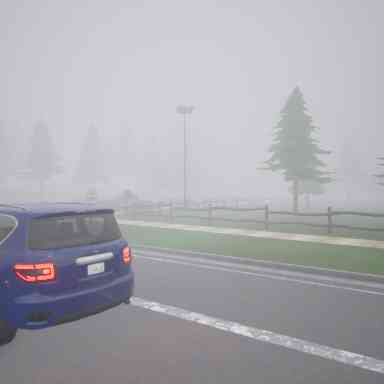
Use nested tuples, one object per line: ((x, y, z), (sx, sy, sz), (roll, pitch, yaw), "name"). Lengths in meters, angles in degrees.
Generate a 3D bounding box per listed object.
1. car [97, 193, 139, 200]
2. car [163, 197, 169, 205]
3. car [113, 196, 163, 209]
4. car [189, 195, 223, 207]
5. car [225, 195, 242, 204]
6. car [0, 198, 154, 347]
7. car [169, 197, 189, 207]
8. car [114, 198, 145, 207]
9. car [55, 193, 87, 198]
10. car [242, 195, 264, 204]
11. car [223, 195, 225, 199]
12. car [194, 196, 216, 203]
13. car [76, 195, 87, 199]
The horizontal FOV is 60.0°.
((-8.620, 1.221, 40.334), (2.150, 2.045, 5.566), (0, 0, 35), "car")
((-3.813, 1.546, 53.298), (2.033, 1.411, 5.357), (0, 0, 35), "car")
((-6.058, 1.547, 37.888), (2.033, 1.411, 5.357), (0, 0, 35), "car")
((2.157, 1.477, 49.619), (1.882, 1.535, 5.008), (0, 0, 35), "car")
((8.871, 1.514, 65.165), (1.837, 1.490, 4.892), (0, 0, 35), "car")
((-3.578, 1.221, 6.488), (5.566, 2.045, 2.150), (0, 0, 36), "car")
((-0.926, 1.525, 51.306), (1.812, 1.442, 4.674), (0, 0, 35), "car")
((-9.551, 1.600, 51.210), (1.895, 1.301, 4.718), (0, 0, 35), "car")
((-14.921, 1.351, 43.535), (2.097, 1.767, 4.553), (0, 0, 35), "car")
((11.957, 1.381, 63.463), (2.097, 1.767, 4.553), (0, 0, 35), "car")
((6.221, 1.417, 67.476), (2.097, 1.767, 4.553), (0, 0, 35), "car")
((2.747, 1.547, 68.640), (2.033, 1.411, 5.357), (0, 0, 35), "car")
((-11.717, 1.477, 42.011), (1.882, 1.535, 5.008), (0, 0, 35), "car")
